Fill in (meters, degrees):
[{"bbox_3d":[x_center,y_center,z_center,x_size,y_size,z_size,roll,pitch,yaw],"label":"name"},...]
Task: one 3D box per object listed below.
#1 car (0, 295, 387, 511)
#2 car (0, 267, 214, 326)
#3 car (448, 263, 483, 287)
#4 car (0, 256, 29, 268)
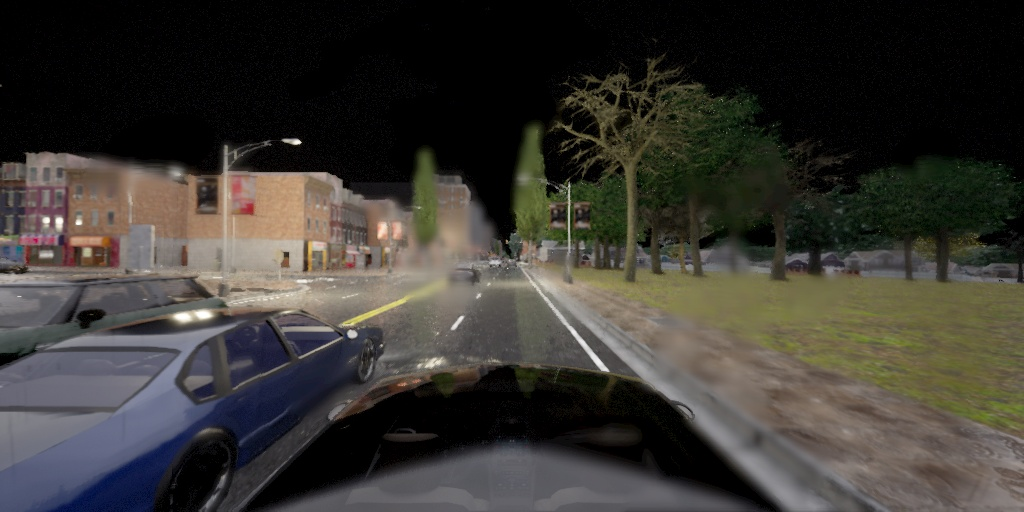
[{"bbox_3d":[-3.150,1.298,3.960,2.033,1.411,5.357,0,0,0],"label":"car"},{"bbox_3d":[-6.588,1.102,5.220,2.097,1.767,4.553,0,0,0],"label":"car"},{"bbox_3d":[-3.145,1.228,24.627,2.128,1.511,4.902,1,0,0],"label":"car"},{"bbox_3d":[-38.441,0.662,26.202,4.892,1.490,1.837,1,-1,0],"label":"car"}]
